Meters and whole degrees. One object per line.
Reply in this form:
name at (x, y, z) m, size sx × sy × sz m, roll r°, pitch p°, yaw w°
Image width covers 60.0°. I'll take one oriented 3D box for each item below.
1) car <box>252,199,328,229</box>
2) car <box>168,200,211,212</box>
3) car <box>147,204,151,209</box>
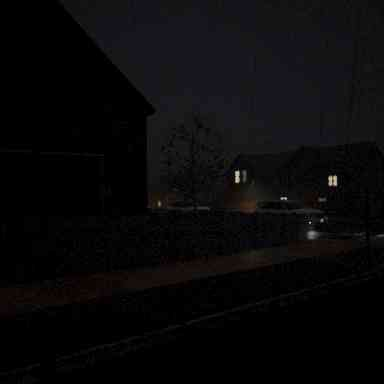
car at (6.720, 1.555, 23.608) m, size 2.150 × 2.045 × 5.566 m, roll -1°, pitch -1°, yaw -36°
car at (-0.321, 1.844, 33.395) m, size 2.150 × 2.045 × 5.566 m, roll -1°, pitch -1°, yaw -36°
car at (-7.837, 2.327, 48.811) m, size 2.097 × 1.767 × 4.553 m, roll -1°, pitch -1°, yaw -35°
